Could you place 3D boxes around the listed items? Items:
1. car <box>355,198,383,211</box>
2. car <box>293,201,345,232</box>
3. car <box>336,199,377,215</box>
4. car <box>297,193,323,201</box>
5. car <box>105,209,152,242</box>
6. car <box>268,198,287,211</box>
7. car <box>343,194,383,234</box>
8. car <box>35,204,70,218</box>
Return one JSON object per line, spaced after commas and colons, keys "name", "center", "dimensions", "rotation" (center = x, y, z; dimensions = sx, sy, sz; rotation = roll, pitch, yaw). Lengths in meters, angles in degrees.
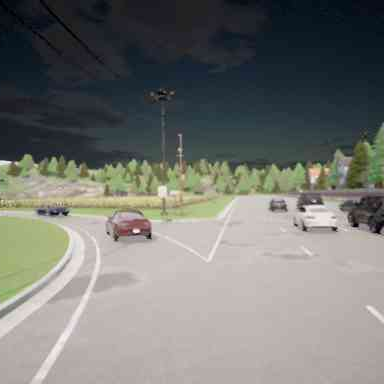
{"name": "car", "center": [20.562, 1.387, 38.399], "dimensions": [1.994, 1.385, 4.181], "rotation": [-1, 0, 8]}
{"name": "car", "center": [7.215, 1.484, 19.701], "dimensions": [1.812, 1.442, 4.674], "rotation": [-1, 0, 8]}
{"name": "car", "center": [16.266, 1.417, 33.215], "dimensions": [2.033, 1.411, 5.357], "rotation": [-1, 0, 8]}
{"name": "car", "center": [13.445, 1.145, 38.144], "dimensions": [2.150, 2.045, 5.566], "rotation": [-1, 0, 8]}
{"name": "car", "center": [-3.346, 1.627, 17.276], "dimensions": [1.812, 1.442, 4.674], "rotation": [-1, 0, -21]}
{"name": "car", "center": [10.108, 1.467, 39.471], "dimensions": [2.128, 1.511, 4.902], "rotation": [-1, 0, 8]}
{"name": "car", "center": [10.571, 1.129, 18.494], "dimensions": [2.150, 2.045, 5.566], "rotation": [-1, 0, 8]}
{"name": "car", "center": [-14.560, 1.913, 34.417], "dimensions": [4.718, 1.301, 1.895], "rotation": [-1, 0, 45]}
